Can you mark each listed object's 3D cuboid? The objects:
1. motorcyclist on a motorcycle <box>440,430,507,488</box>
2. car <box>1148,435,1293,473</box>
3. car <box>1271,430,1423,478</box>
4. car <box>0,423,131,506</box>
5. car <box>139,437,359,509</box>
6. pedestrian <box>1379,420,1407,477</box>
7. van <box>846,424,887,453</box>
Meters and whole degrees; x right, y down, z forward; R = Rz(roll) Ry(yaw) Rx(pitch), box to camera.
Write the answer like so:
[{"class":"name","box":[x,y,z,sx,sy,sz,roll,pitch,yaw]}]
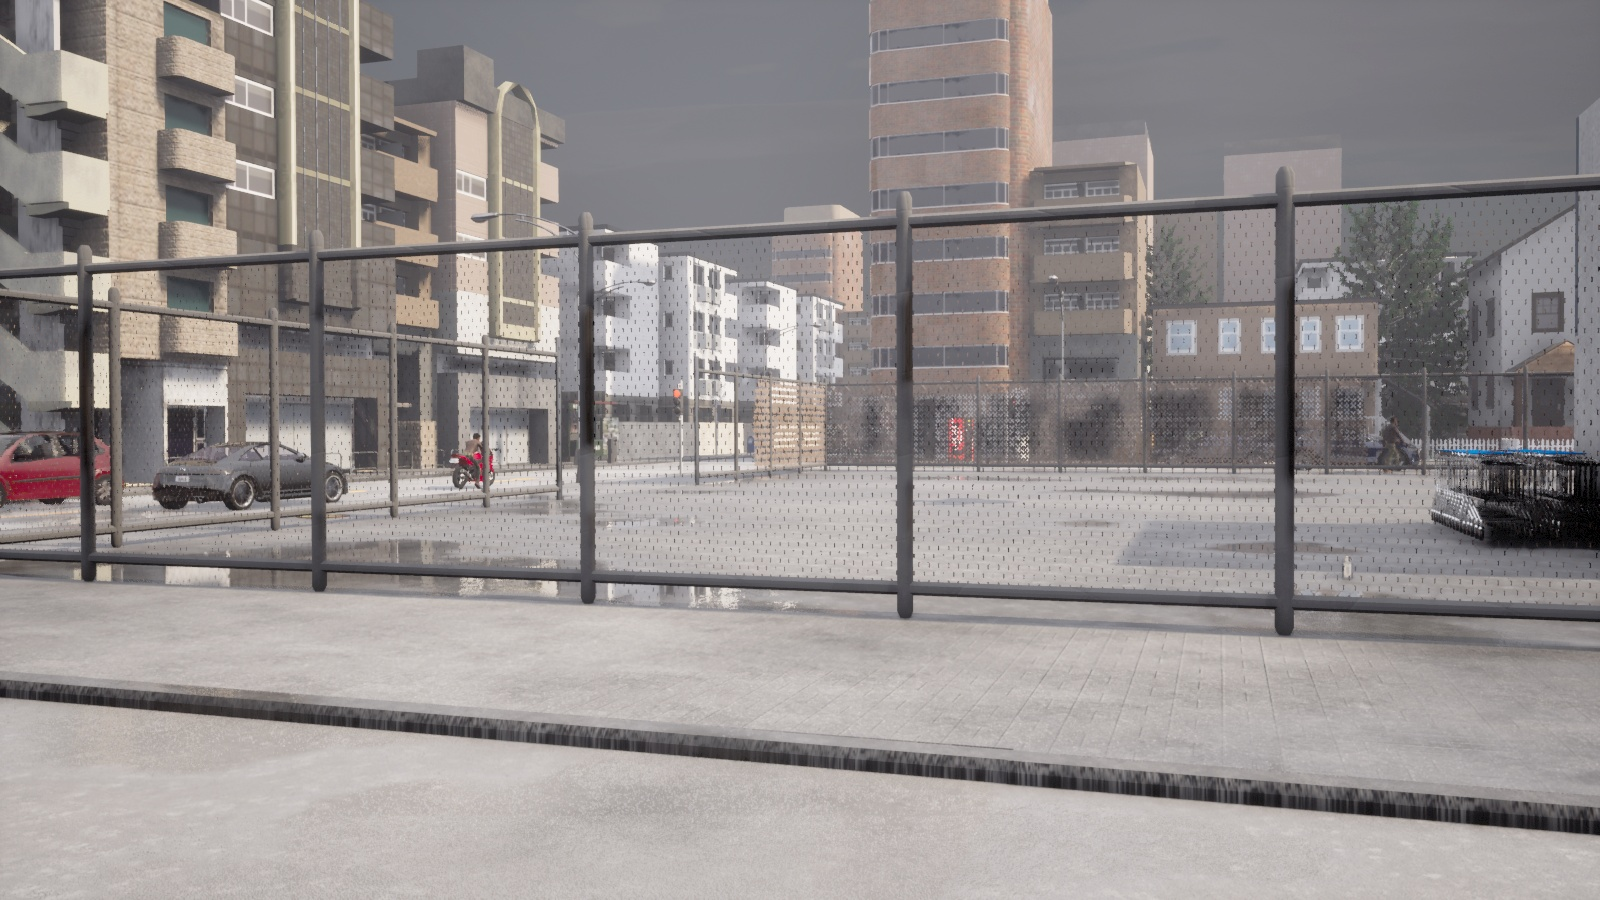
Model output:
[{"class":"motorcyclist on a motorcycle","box":[-8.945,0.223,34.468,0.797,1.523,2.044,1,1,19]},{"class":"car","box":[16.741,0.134,50.115,5.357,1.411,2.033,1,1,19]},{"class":"car","box":[19.504,0.109,44.994,4.856,1.649,2.033,1,1,20]},{"class":"car","box":[-16.085,0.252,25.746,1.851,1.617,3.988,1,1,18]},{"class":"car","box":[-11.558,0.420,26.662,1.994,1.385,4.181,1,1,18]},{"class":"pedestrian","box":[19.152,-0.041,40.566,0.703,1.840,0.431,0,1,-9]},{"class":"van","box":[4.679,-0.807,87.688,1.775,1.987,4.442,1,1,19]}]
